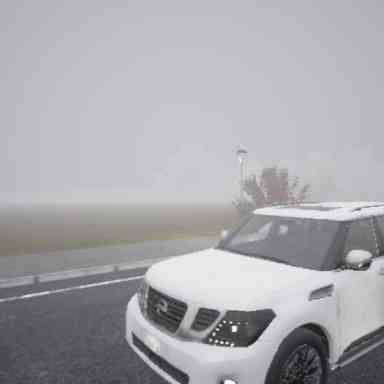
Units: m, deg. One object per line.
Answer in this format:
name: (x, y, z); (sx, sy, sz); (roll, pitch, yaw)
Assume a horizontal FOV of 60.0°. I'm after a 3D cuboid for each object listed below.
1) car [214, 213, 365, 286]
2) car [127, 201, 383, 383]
car: (3.044, 1.479, 9.897); (4.674, 1.442, 1.812); (0, 0, -36)
car: (1.848, 1.197, 5.024); (5.566, 2.045, 2.150); (0, 0, -36)
